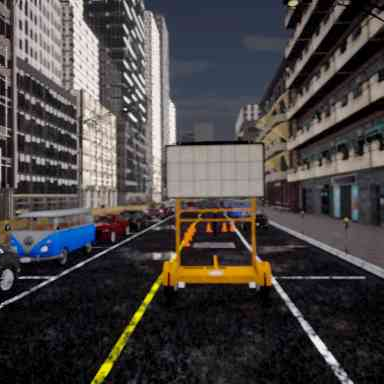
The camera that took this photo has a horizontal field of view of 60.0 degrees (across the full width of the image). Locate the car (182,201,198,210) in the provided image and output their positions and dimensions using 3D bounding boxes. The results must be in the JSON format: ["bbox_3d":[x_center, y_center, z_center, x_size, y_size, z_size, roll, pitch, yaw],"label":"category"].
[{"bbox_3d":[-0.147,2.136,48.106,1.812,1.442,4.674,-1,-1,4],"label":"car"}]

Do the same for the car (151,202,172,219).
[{"bbox_3d":[-3.610,1.911,34.182,1.967,1.590,4.097,-1,-1,3],"label":"car"}]

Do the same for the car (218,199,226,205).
[{"bbox_3d":[7.970,2.589,88.996,1.752,1.417,4.829,-1,-1,3],"label":"car"}]

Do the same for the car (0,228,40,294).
[{"bbox_3d":[-5.210,1.698,6.614,2.008,1.369,4.403,-1,-1,3],"label":"car"}]

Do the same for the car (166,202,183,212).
[{"bbox_3d":[-2.647,2.227,50.719,2.008,1.369,4.403,-1,-1,3],"label":"car"}]

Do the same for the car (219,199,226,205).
[{"bbox_3d":[7.651,2.515,83.482,1.752,1.417,4.829,-1,-1,3],"label":"car"}]

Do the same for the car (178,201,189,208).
[{"bbox_3d":[-1.686,2.449,67.258,1.947,1.339,4.313,-1,-1,3],"label":"car"}]

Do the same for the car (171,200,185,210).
[{"bbox_3d":[-2.328,2.185,56.234,1.967,1.590,4.097,-1,-1,3],"label":"car"}]

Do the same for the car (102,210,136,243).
[{"bbox_3d":[-4.569,1.819,17.640,1.887,1.381,4.507,-1,-1,3],"label":"car"}]

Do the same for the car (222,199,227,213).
[{"bbox_3d":[5.399,2.041,44.720,1.887,1.381,4.507,-1,-1,3],"label":"car"}]

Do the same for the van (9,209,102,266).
[{"bbox_3d":[-4.893,1.552,12.129,1.690,1.788,3.998,-1,-1,3],"label":"van"}]

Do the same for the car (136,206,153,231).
[{"bbox_3d":[-4.249,1.905,23.153,1.947,1.339,4.313,-1,-1,3],"label":"car"}]

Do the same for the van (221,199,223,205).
[{"bbox_3d":[5.716,1.906,50.236,1.690,1.788,3.998,-1,-1,3],"label":"van"}]

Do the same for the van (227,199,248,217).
[{"bbox_3d":[4.755,1.701,33.697,1.690,1.788,3.998,-1,-1,3],"label":"van"}]

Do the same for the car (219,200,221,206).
[{"bbox_3d":[7.321,2.481,77.799,1.947,1.339,4.313,-1,-1,3],"label":"car"}]

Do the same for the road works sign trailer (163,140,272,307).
[{"bbox_3d":[0.569,0.558,8.192,2.380,3.560,2.880,-1,-1,3],"label":"road works sign trailer"}]

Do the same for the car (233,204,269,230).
[{"bbox_3d":[4.117,1.779,22.668,2.008,1.369,4.403,-1,-1,3],"label":"car"}]

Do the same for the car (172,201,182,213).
[{"bbox_3d":[-2.968,2.158,45.205,2.008,1.369,4.403,-1,-1,3],"label":"car"}]
